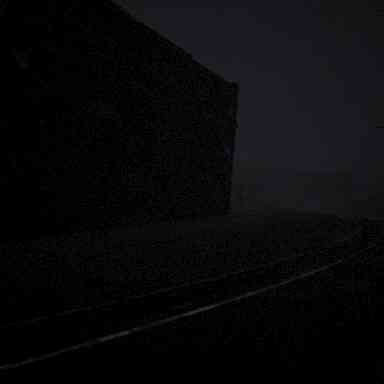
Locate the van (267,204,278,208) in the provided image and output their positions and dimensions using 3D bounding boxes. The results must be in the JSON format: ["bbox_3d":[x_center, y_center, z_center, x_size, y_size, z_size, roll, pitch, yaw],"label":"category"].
[{"bbox_3d":[14.726,3.225,60.625,1.878,1.987,4.442,2,-6,16],"label":"van"}]
